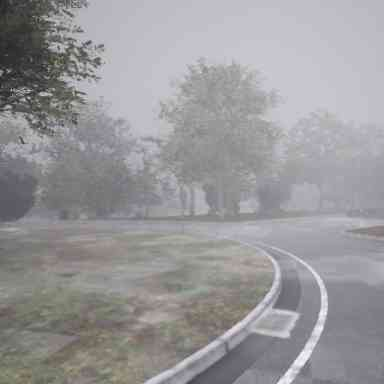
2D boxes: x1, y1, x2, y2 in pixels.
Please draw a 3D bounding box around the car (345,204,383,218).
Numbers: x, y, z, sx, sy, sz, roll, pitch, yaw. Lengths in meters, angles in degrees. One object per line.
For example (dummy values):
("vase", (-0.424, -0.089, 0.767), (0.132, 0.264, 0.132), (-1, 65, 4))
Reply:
("car", (17.944, 1.927, 34.561), (4.718, 1.301, 1.895), (0, -1, -36))
